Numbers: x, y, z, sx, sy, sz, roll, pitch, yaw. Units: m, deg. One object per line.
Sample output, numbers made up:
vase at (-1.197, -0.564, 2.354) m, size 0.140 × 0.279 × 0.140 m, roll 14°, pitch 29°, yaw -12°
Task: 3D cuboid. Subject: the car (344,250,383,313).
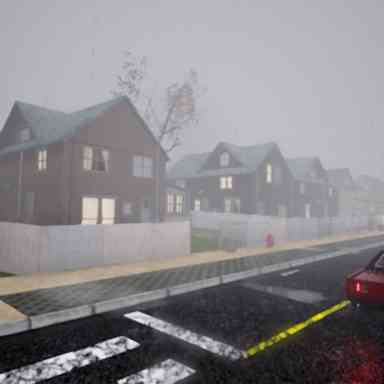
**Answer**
car at (5.187, 1.906, 7.398) m, size 1.895 × 1.301 × 4.718 m, roll -2°, pitch -4°, yaw 45°
